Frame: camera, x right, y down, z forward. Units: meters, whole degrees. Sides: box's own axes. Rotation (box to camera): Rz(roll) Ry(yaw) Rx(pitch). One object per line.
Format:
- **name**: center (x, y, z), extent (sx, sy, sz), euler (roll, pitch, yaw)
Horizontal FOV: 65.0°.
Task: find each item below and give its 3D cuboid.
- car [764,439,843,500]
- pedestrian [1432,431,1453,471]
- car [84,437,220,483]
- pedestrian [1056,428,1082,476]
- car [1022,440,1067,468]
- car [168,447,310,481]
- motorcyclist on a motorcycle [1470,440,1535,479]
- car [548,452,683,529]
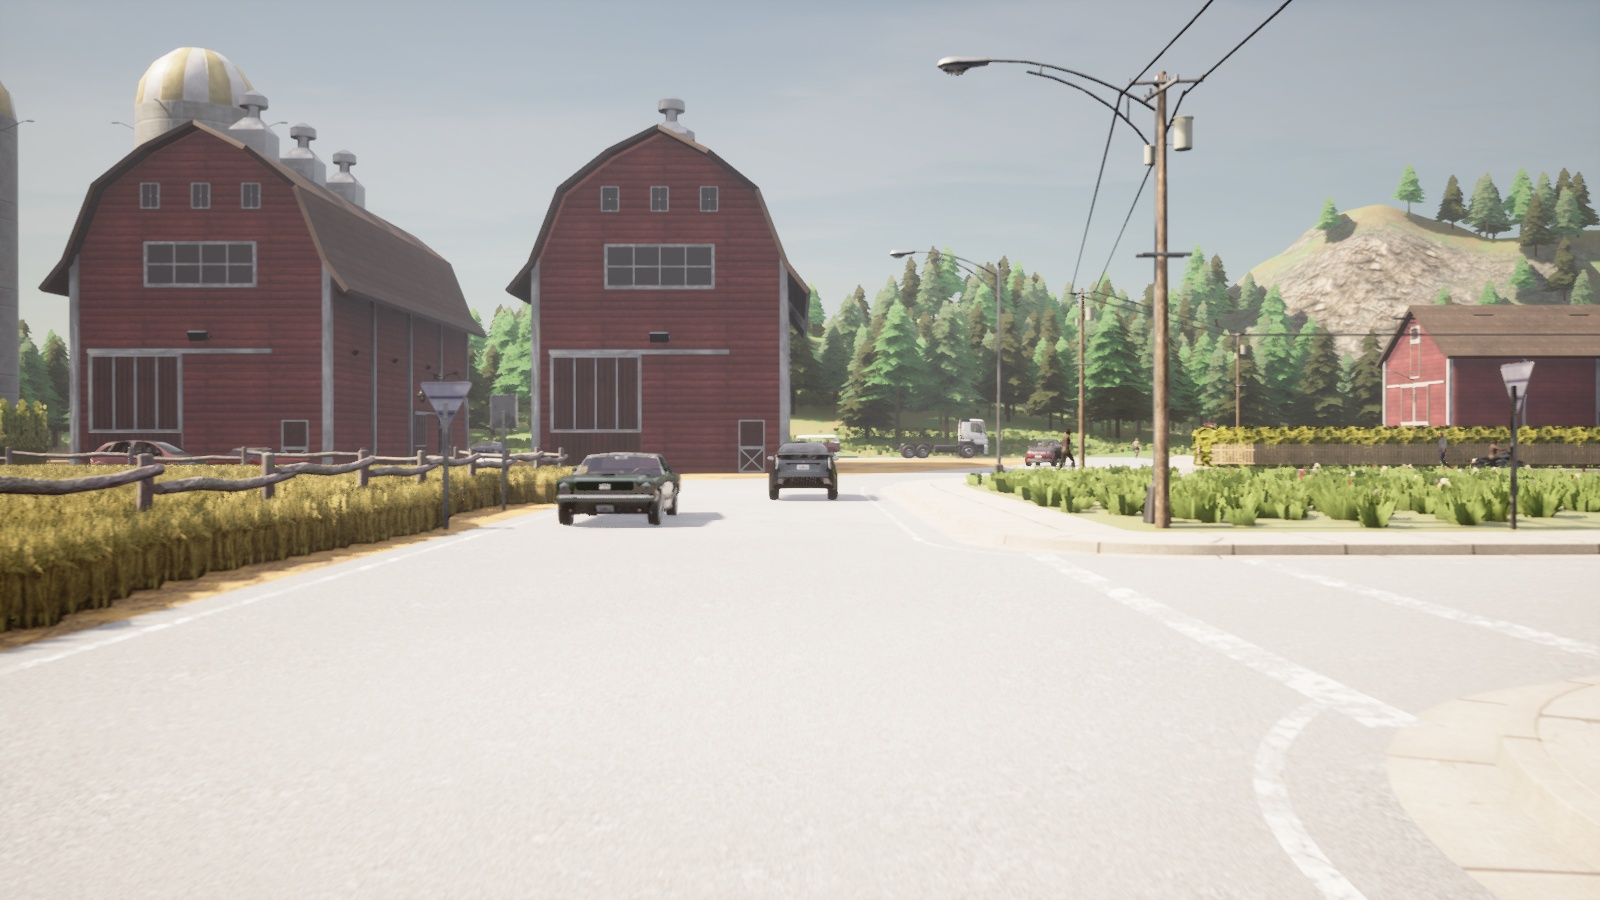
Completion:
- **car**: center (0.095, 0.489, 34.105), extent (2.007, 1.525, 4.514), euler (0, 0, 0)
- **pedestrian**: center (31.342, 0.063, 61.259), extent (0.788, 1.949, 0.423), euler (0, 0, 4)
- **car**: center (-23.620, 0.354, 45.885), extent (3.988, 1.617, 1.851), euler (0, 0, -3)
- **pedestrian**: center (10.138, 0.082, 47.315), extent (0.869, 1.805, 0.328), euler (0, 0, -15)
- **car**: center (13.980, 0.185, 71.551), extent (1.789, 1.549, 3.705), euler (0, 1, 23)
- **car**: center (-22.049, 0.536, 49.482), extent (4.718, 1.301, 1.895), euler (0, 0, -3)
- **motorcyclist on a motorcycle**: center (30.192, 0.401, 53.969), extent (2.350, 1.649, 0.766), euler (0, 0, 0)
- **car**: center (-3.419, 0.701, 24.121), extent (1.895, 1.301, 4.718), euler (0, 0, 0)
